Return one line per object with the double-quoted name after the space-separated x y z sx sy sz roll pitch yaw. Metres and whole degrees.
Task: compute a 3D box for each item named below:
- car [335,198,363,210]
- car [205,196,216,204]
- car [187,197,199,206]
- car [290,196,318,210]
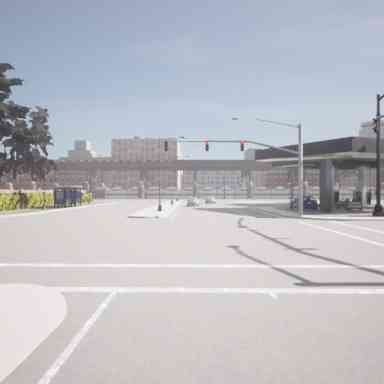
19.011 1.455 40.452 1.970 1.475 3.806 0 0 0 "car"
3.588 1.525 64.386 1.812 1.442 4.674 0 0 0 "car"
0.193 1.525 55.073 1.812 1.442 4.674 0 0 0 "car"
13.265 1.295 39.698 2.242 1.667 4.611 0 0 0 "car"
